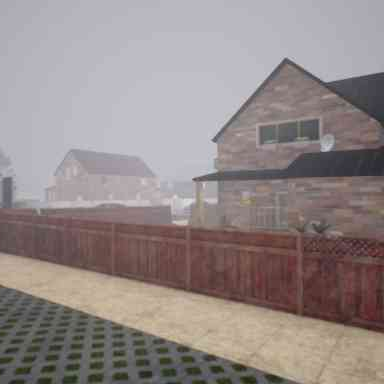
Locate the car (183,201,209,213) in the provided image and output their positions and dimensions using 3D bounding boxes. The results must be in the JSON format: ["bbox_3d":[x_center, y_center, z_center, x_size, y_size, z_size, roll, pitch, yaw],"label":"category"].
[{"bbox_3d":[0.770,1.860,41.320,1.812,1.442,4.674,0,0,36],"label":"car"}]

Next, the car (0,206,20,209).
[{"bbox_3d":[-13.120,1.687,21.848,1.837,1.490,4.892,0,0,35],"label":"car"}]

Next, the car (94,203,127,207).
[{"bbox_3d":[-7.660,1.741,29.506,1.837,1.490,4.892,0,0,36],"label":"car"}]
